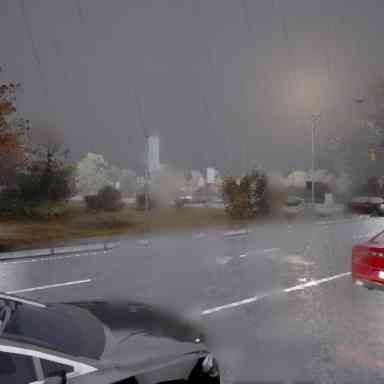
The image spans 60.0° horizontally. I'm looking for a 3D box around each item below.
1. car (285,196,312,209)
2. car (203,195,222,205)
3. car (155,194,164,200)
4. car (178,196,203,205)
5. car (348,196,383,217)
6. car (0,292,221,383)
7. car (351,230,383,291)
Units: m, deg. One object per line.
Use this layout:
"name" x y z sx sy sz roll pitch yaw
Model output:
"car" 12.547 1.248 40.922 2.128 1.511 4.902 -1 0 -39
"car" 2.941 1.255 52.919 2.128 1.511 4.902 -1 0 -39
"car" -7.473 1.102 66.075 1.812 1.442 4.674 -1 0 -39
"car" -0.845 1.321 52.057 1.812 1.442 4.674 -1 0 -39
"car" 15.550 1.149 28.606 2.097 1.767 4.553 -1 0 -16
"car" -1.961 1.492 2.332 4.902 1.511 2.128 0 0 -35
"car" 5.757 1.445 7.845 5.008 1.535 1.882 0 0 -35
